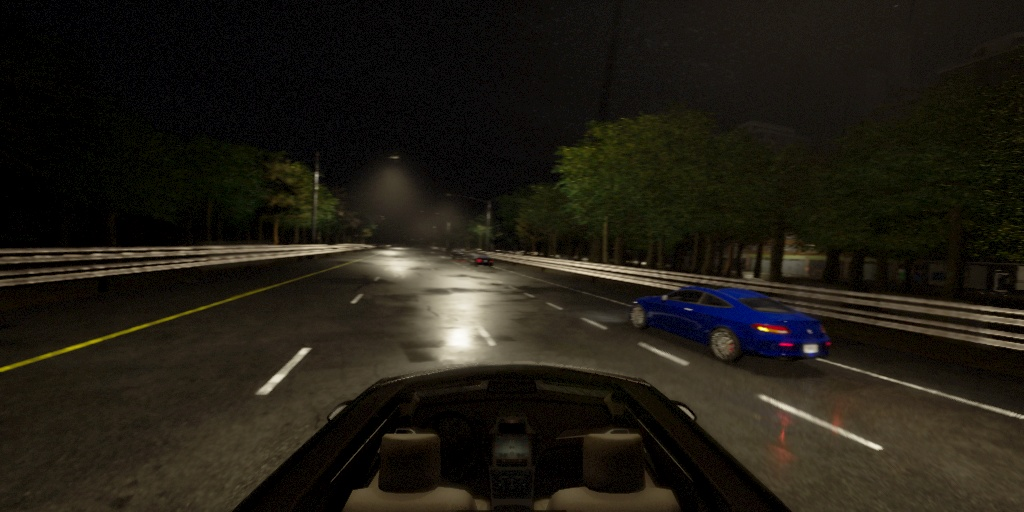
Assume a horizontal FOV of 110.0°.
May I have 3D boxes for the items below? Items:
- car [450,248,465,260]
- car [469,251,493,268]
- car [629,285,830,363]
[{"bbox_3d":[-8.625,-0.262,56.842,2.128,1.511,4.902,3,1,-15],"label":"car"},{"bbox_3d":[-3.281,0.453,37.599,2.033,1.411,5.357,3,1,-16],"label":"car"},{"bbox_3d":[4.775,1.428,8.671,1.812,1.442,4.674,3,1,-16],"label":"car"}]
